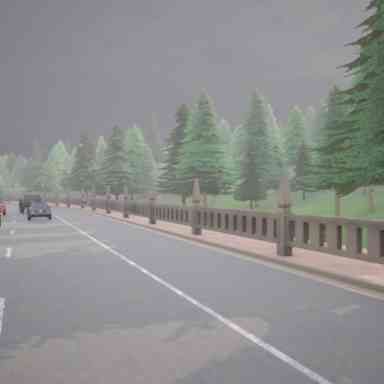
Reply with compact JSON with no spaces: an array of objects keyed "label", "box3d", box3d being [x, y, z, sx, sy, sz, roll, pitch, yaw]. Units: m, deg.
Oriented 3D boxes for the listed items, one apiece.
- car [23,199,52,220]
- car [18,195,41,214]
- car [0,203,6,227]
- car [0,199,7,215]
[{"label":"car","box3d":[-13.239,1.626,28.737,2.033,1.411,5.357,0,0,-28]},{"label":"car","box3d":[-18.448,1.329,37.994,2.150,2.045,5.566,0,0,-31]},{"label":"car","box3d":[-13.041,1.632,20.793,1.994,1.385,4.181,0,0,-28]},{"label":"car","box3d":[-20.193,1.460,34.057,2.097,1.767,4.553,0,0,-30]}]
